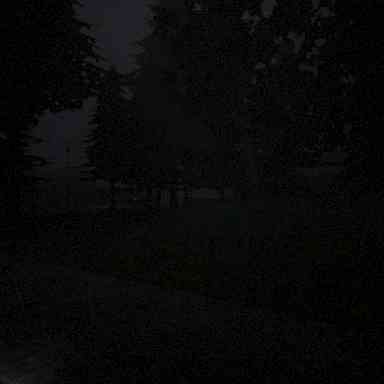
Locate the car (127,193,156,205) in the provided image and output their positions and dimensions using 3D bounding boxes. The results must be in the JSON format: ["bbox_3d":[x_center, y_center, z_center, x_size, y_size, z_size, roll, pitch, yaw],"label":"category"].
[{"bbox_3d":[-8.636,1.249,57.653,2.150,2.045,5.566,0,0,35],"label":"car"}]
